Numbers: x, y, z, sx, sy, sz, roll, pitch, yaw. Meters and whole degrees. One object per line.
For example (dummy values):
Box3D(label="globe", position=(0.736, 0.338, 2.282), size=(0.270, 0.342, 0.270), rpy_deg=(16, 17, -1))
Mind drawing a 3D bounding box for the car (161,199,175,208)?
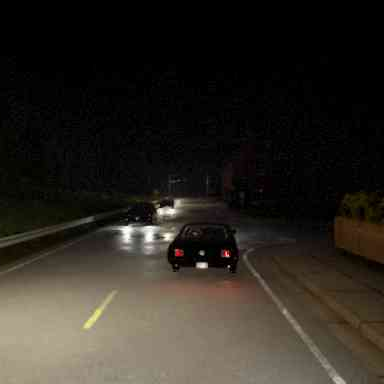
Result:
Box3D(label="car", position=(-3.513, 1.613, 48.082), size=(1.895, 1.301, 4.718), rpy_deg=(0, 0, 0))

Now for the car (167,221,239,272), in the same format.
Box3D(label="car", position=(0.495, 1.604, 10.774), size=(1.895, 1.301, 4.718), rpy_deg=(0, 0, 6))

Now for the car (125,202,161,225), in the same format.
Box3D(label="car", position=(-3.604, 1.511, 24.222), size=(1.837, 1.490, 4.892), rpy_deg=(0, 0, 0))
